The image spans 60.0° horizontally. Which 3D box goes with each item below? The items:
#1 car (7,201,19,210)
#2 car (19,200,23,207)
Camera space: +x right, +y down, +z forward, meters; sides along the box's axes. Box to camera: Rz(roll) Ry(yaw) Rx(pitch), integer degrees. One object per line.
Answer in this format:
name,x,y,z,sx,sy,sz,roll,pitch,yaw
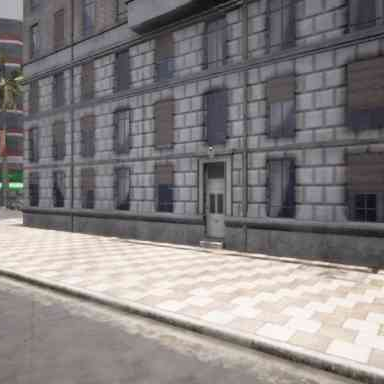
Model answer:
car,-20.821,1.564,41.787,1.994,1.385,4.181,0,0,36
car,-17.725,1.525,40.103,1.812,1.442,4.674,0,0,36
